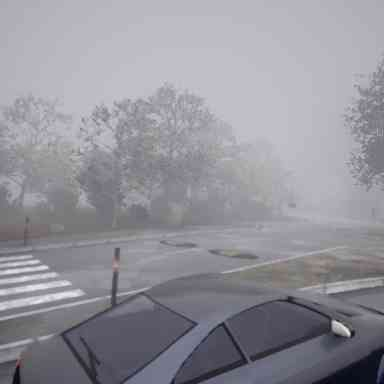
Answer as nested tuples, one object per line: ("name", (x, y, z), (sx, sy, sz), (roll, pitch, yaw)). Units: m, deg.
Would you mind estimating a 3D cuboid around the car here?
("car", (0.496, 1.574, 3.388), (4.181, 1.385, 1.994), (0, 0, -34))
